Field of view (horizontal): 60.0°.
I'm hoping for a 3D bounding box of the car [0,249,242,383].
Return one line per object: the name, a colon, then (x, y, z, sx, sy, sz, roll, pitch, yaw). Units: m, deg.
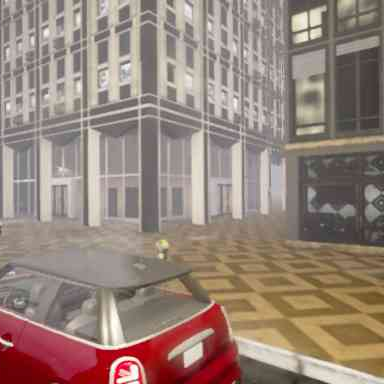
car: (-1.569, 1.421, 4.007, 4.097, 1.590, 1.967, 0, -1, 35)
